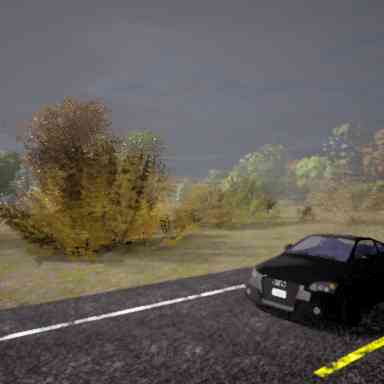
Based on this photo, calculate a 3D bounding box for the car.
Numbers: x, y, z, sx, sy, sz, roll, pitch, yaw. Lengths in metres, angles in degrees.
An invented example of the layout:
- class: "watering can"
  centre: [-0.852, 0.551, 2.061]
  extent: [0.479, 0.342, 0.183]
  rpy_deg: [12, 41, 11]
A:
- class: "car"
  centre: [3.076, 1.626, 7.215]
  extent: [4.181, 1.385, 1.994]
  rpy_deg: [0, -1, -40]
